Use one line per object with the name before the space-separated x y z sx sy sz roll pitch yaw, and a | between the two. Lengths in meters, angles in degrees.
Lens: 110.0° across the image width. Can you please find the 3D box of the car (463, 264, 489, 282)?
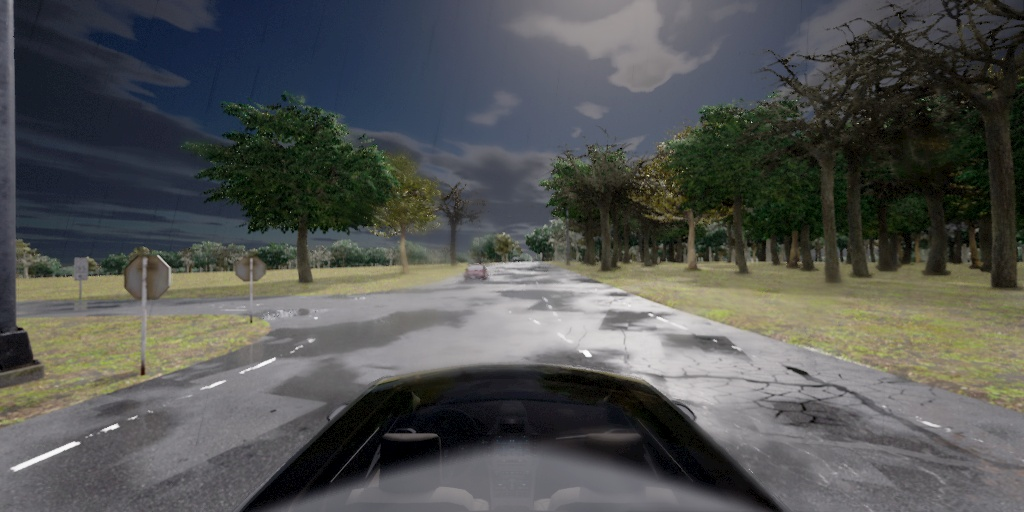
car | -3.175 1.494 32.485 1.812 1.442 4.674 -1 1 1
